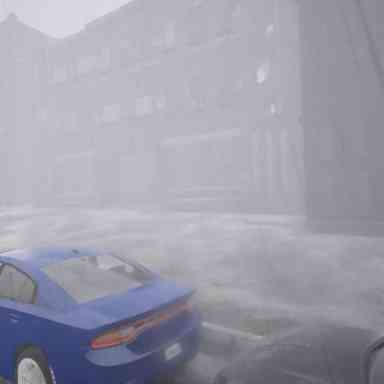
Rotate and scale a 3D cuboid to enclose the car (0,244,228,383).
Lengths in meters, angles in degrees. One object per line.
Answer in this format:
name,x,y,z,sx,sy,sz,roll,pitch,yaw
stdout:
car,-2.221,1.525,4.877,5.008,1.535,2.097,-1,0,35
